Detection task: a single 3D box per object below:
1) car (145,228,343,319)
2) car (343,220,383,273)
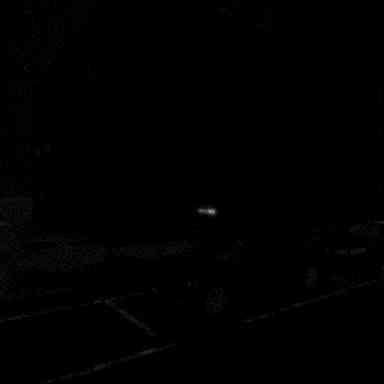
[{"bbox_3d":[1.141,1.545,7.359,4.507,1.381,1.887,0,0,-36],"label":"car"},{"bbox_3d":[5.632,1.581,10.577,4.206,1.307,1.802,0,0,-36],"label":"car"}]
